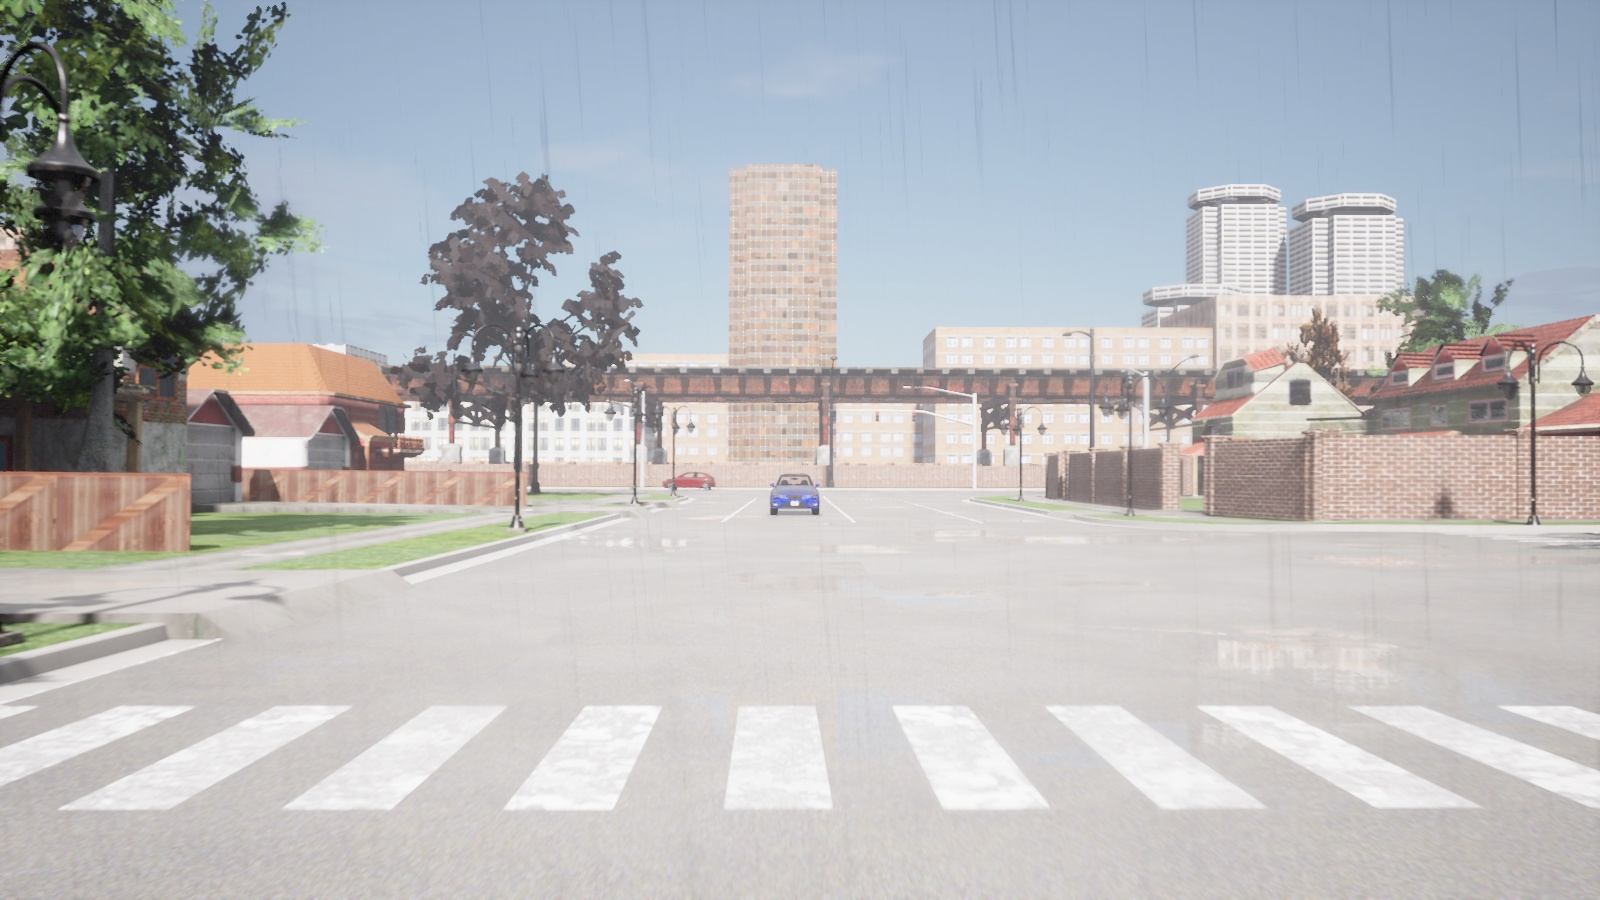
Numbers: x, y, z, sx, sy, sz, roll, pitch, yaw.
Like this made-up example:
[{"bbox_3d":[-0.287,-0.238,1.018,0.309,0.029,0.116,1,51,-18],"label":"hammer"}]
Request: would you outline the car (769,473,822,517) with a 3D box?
[{"bbox_3d":[-0.173,1.588,45.289,1.816,1.474,4.193,0,-1,0],"label":"car"}]
